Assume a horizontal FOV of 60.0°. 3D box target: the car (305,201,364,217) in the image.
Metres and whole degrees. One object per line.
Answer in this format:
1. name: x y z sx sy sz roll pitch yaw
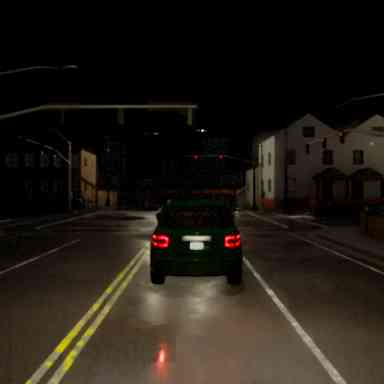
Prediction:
1. car: 13.231 1.523 30.313 5.357 1.411 2.033 0 0 -1

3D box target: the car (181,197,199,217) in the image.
1. car: -0.204 2.064 44.724 2.150 2.045 5.566 -1 -8 3

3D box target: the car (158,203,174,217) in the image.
1. car: -3.559 2.561 45.922 1.812 1.442 4.674 0 -8 0

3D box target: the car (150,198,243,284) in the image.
1. car: 0.097 1.214 9.648 2.150 2.045 5.566 0 0 0
